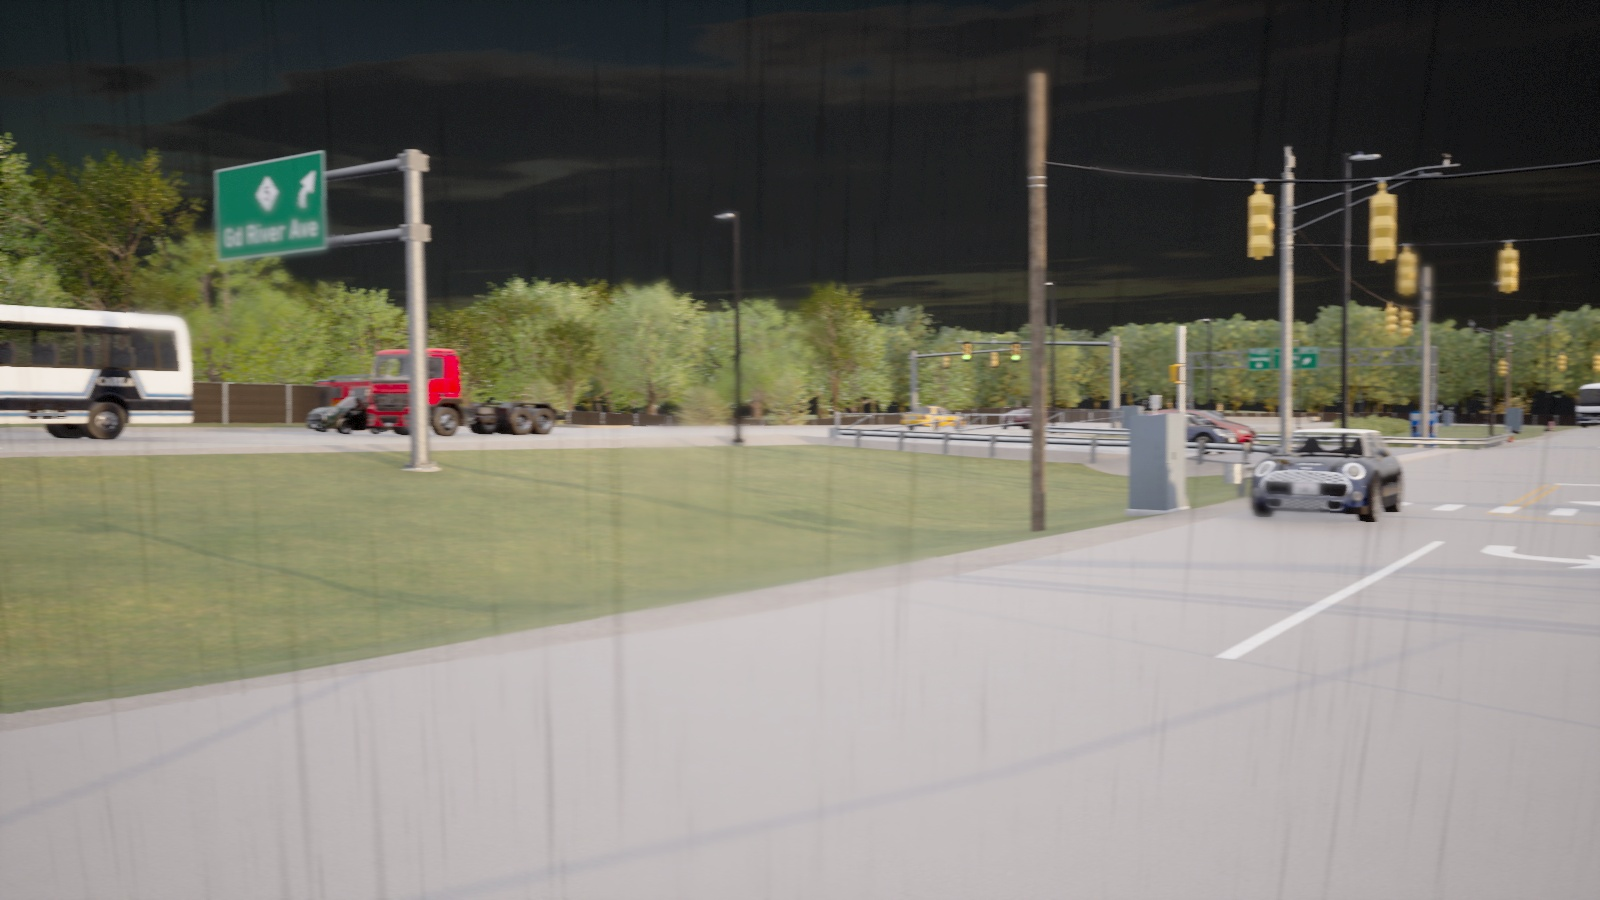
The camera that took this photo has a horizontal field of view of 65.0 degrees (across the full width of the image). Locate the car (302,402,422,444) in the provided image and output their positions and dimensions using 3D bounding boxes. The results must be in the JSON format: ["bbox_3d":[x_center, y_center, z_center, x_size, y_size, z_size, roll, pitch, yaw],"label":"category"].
[{"bbox_3d":[-19.273,-1.220,55.435,2.097,1.767,4.553,1,2,39],"label":"car"}]

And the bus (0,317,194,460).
[{"bbox_3d":[-25.067,-1.859,39.291,3.944,4.253,10.273,0,2,35],"label":"bus"}]

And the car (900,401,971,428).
[{"bbox_3d":[8.116,-2.120,74.833,1.801,1.575,5.366,0,2,35],"label":"car"}]

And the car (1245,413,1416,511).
[{"bbox_3d":[9.090,0.141,21.338,1.970,1.475,3.806,0,2,34],"label":"car"}]

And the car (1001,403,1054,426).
[{"bbox_3d":[15.526,-2.435,85.510,1.812,1.442,4.674,0,2,35],"label":"car"}]

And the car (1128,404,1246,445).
[{"bbox_3d":[14.512,-0.954,47.155,3.806,1.475,1.970,1,2,39],"label":"car"}]

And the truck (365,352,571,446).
[{"bbox_3d":[-13.114,-2.024,50.377,2.891,3.462,7.936,0,2,35],"label":"truck"}]

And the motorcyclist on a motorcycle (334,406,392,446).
[{"bbox_3d":[-17.472,-0.969,50.236,0.797,1.523,2.044,0,2,35],"label":"motorcyclist on a motorcycle"}]

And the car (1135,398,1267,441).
[{"bbox_3d":[16.141,-1.231,50.568,4.611,1.667,2.242,0,2,33],"label":"car"}]
